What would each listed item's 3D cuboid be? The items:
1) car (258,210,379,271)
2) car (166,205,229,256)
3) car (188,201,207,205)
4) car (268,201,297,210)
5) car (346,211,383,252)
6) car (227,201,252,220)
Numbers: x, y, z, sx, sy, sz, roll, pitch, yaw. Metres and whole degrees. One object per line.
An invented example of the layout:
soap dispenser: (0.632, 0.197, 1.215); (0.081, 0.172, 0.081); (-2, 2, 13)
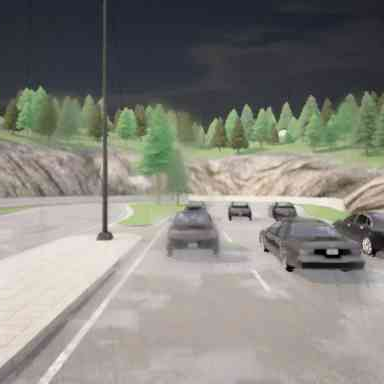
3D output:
car: (3.528, 1.546, 10.822); (2.033, 1.411, 5.357); (0, 0, 1)
car: (0.048, 1.490, 13.003); (2.128, 1.511, 4.902); (0, 0, 1)
car: (0.483, 1.501, 27.960); (1.837, 1.490, 4.892); (0, 0, 6)
car: (7.481, 1.487, 27.743); (2.128, 1.511, 4.902); (0, 0, 6)
car: (7.048, 1.504, 13.041); (1.837, 1.490, 4.892); (0, 0, 1)
car: (3.983, 1.487, 27.835); (2.128, 1.511, 4.902); (0, 0, 6)
